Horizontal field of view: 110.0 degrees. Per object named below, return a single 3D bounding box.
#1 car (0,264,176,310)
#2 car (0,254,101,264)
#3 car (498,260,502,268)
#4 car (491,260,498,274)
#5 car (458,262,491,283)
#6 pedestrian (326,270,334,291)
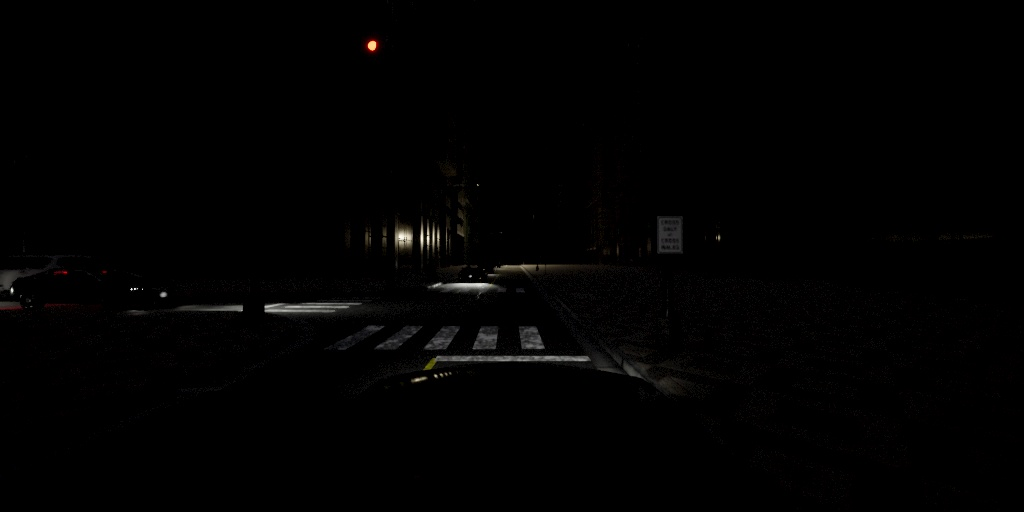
[{"bbox_3d":[-15.477,1.177,13.413,4.902,1.511,2.128,0,-1,0],"label":"car"},{"bbox_3d":[-22.181,0.957,16.592,5.566,2.045,2.150,0,-1,1],"label":"car"},{"bbox_3d":[-2.864,1.397,62.733,1.837,1.490,4.892,0,-1,0],"label":"car"},{"bbox_3d":[-3.009,1.342,41.439,2.033,1.411,5.357,0,0,0],"label":"car"},{"bbox_3d":[-3.031,1.327,28.450,1.994,1.385,4.181,0,0,1],"label":"car"},{"bbox_3d":[-9.967,0.974,19.633,0.375,1.860,0.375,0,-1,0],"label":"pedestrian"}]
